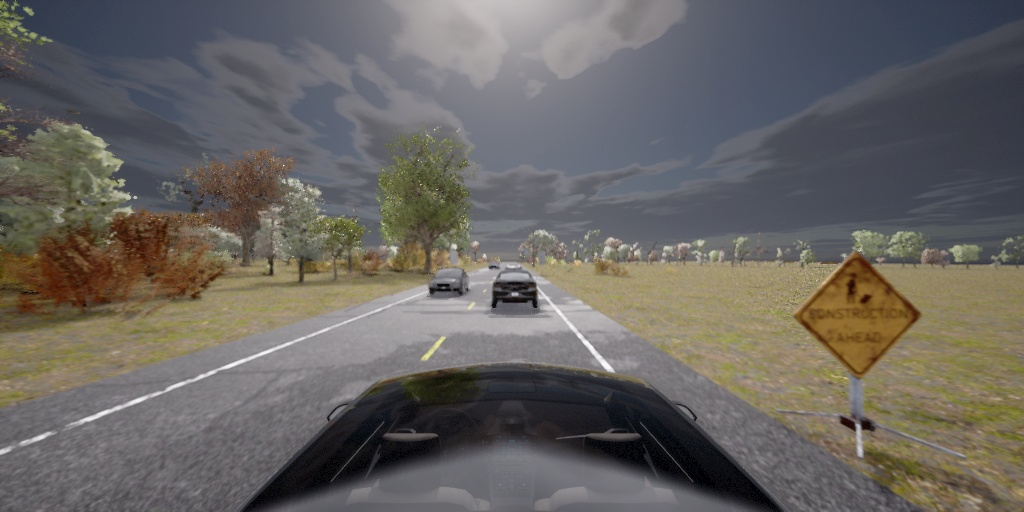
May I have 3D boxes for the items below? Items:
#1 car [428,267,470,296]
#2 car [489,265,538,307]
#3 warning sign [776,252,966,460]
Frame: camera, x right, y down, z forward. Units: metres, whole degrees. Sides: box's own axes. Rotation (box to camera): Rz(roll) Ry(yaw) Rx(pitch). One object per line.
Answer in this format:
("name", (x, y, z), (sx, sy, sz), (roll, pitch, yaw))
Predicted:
("car", (-3.570, 1.439, 21.107), (1.837, 1.490, 4.892), (0, -1, 0))
("car", (0.120, 1.366, 16.427), (1.882, 1.535, 5.008), (0, -1, 0))
("warning sign", (3.552, 0.884, 3.690), (1.300, 1.860, 1.060), (0, 0, 0))
